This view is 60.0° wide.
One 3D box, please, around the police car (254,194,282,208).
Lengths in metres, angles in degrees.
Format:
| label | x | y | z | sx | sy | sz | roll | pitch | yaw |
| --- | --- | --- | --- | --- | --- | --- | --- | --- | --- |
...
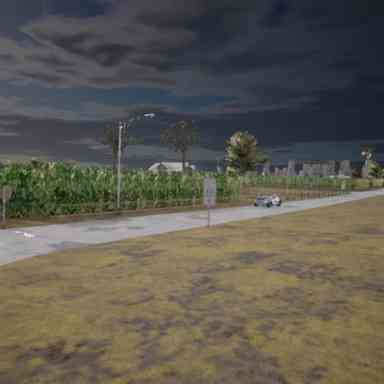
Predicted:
| label | x | y | z | sx | sy | sz | roll | pitch | yaw |
| --- | --- | --- | --- | --- | --- | --- | --- | --- | --- |
| police car | 9.342 | 1.050 | 41.010 | 2.038 | 1.542 | 4.974 | 3 | 3 | 36 |
